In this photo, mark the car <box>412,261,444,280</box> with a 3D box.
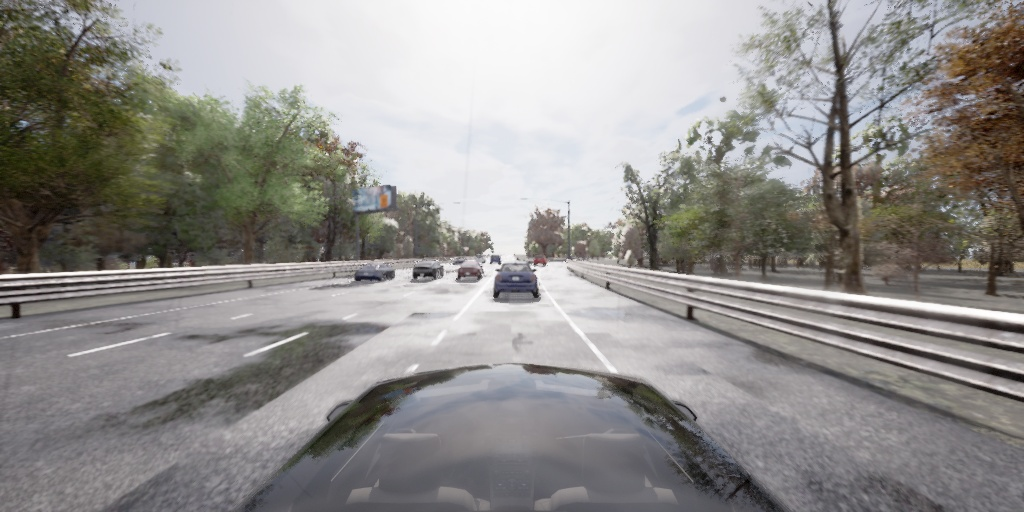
[{"bbox_3d":[-6.907,1.153,29.951,1.837,1.490,4.892,0,0,0],"label":"car"}]

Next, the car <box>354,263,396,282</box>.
[{"bbox_3d":[-10.405,1.220,27.563,1.994,1.385,4.181,0,0,0],"label":"car"}]

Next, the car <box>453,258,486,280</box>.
[{"bbox_3d":[-3.403,1.174,29.801,1.812,1.442,4.674,0,0,0],"label":"car"}]

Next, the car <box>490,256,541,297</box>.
[{"bbox_3d":[0.226,1.042,18.578,2.097,1.767,4.553,0,0,1],"label":"car"}]
